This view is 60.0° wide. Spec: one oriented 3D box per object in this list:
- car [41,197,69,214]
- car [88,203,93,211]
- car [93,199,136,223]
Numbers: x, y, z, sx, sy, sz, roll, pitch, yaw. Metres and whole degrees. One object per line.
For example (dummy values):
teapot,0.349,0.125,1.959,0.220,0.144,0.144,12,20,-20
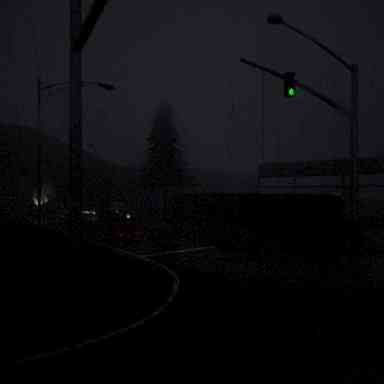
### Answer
car,-14.426,1.346,36.003,4.553,1.767,2.097,0,0,36
car,-10.356,1.563,40.094,1.994,1.385,4.181,0,0,35
car,-5.889,1.525,25.897,1.812,1.442,4.674,0,0,-34
